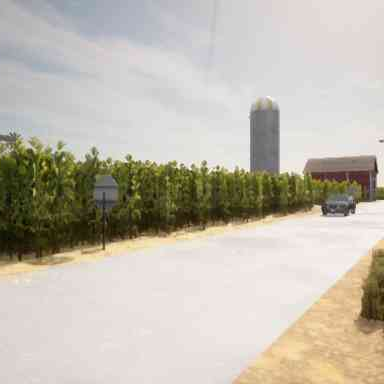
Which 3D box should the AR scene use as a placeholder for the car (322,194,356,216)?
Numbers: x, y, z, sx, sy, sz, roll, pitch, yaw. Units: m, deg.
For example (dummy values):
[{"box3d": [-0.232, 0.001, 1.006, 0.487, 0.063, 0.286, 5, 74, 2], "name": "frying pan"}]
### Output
[{"box3d": [14.112, 1.252, 31.792, 2.150, 2.045, 5.566, 0, 0, 36], "name": "car"}]
